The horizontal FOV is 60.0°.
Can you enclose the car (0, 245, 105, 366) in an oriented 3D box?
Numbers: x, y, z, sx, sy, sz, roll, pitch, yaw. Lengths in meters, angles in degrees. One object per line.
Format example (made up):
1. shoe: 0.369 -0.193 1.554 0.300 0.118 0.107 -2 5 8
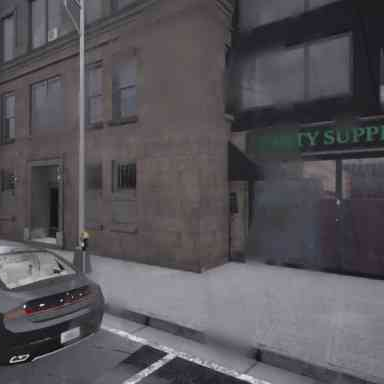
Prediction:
1. car: -3.297 1.551 5.428 4.403 1.369 2.008 0 0 35
